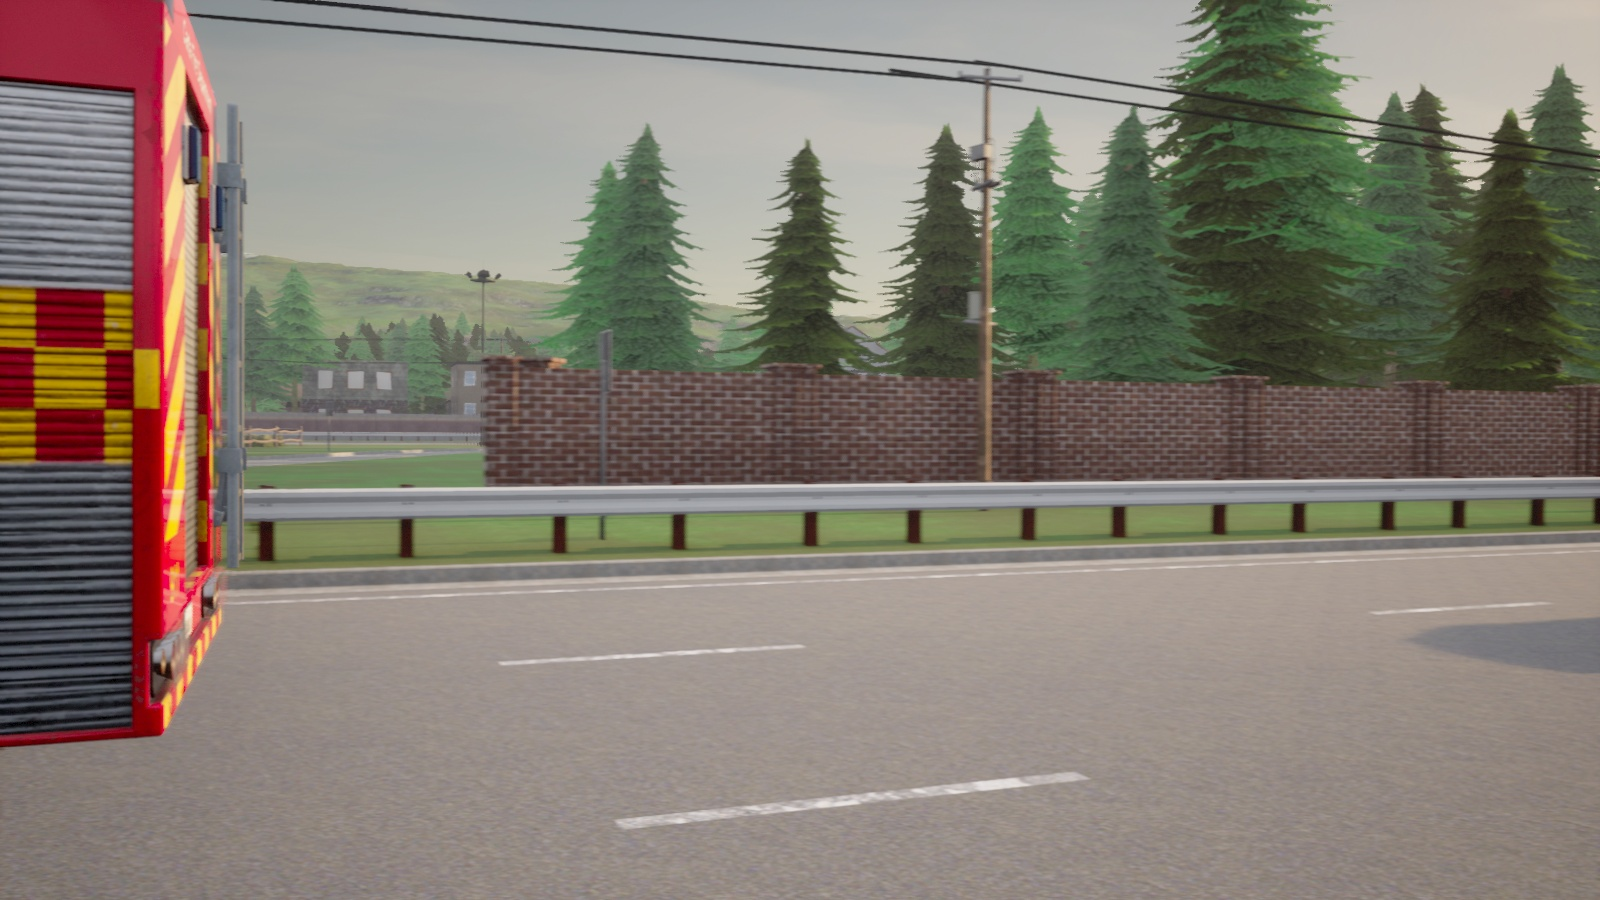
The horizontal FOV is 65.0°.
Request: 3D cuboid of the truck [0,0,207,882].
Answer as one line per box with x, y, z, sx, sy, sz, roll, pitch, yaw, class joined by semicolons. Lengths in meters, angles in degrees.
-6.888;-0.350;4.354;8.468;3.827;2.891;-1;1;-21;truck
